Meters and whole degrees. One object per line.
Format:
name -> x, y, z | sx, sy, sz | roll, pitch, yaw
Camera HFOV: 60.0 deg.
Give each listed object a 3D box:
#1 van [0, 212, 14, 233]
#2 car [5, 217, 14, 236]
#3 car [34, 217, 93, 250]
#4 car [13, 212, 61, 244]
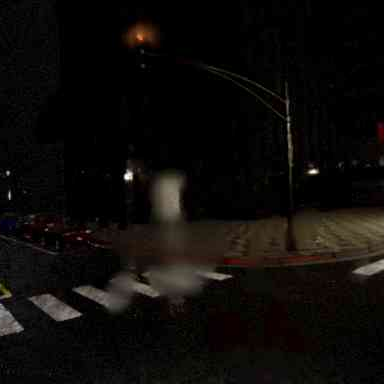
van -> -16.428, 2.870, 30.588 | 1.690, 1.788, 3.998 | -3, -1, -38
car -> -13.293, 2.864, 26.574 | 1.802, 1.307, 4.206 | -3, -1, -38
car -> -7.057, 2.331, 18.551 | 1.887, 1.381, 4.507 | -3, -1, -38
car -> -10.192, 2.350, 22.565 | 2.192, 1.841, 5.009 | -3, -1, -38
